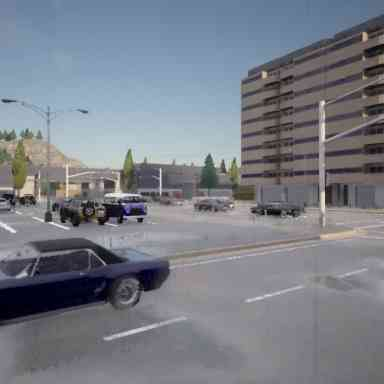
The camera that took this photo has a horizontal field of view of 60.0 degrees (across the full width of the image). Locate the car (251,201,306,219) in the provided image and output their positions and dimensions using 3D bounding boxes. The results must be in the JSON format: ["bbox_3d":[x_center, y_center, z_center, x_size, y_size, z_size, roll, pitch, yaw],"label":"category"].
[{"bbox_3d":[7.622,1.656,30.199,1.895,1.301,4.718,0,0,-35],"label":"car"}]

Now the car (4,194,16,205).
[{"bbox_3d":[-29.731,1.212,53.677,1.905,1.878,3.866,0,0,-35],"label":"car"}]

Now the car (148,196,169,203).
[{"bbox_3d":[-7.042,1.546,69.299,2.128,1.511,4.902,0,0,-35],"label":"car"}]

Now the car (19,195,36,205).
[{"bbox_3d":[-27.334,1.209,55.301,1.932,1.855,4.605,0,0,-35],"label":"car"}]

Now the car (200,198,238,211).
[{"bbox_3d":[3.374,1.547,42.222,2.128,1.511,4.902,0,0,-35],"label":"car"}]

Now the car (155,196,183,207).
[{"bbox_3d":[-3.221,1.544,51.533,2.128,1.511,4.902,0,0,-35],"label":"car"}]

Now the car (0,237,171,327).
[{"bbox_3d":[-2.855,1.601,6.244,4.718,1.301,1.895,0,0,-36],"label":"car"}]

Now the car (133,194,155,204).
[{"bbox_3d":[-9.354,1.547,66.509,2.128,1.511,4.902,0,0,-35],"label":"car"}]

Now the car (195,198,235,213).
[{"bbox_3d":[2.228,1.558,37.790,1.837,1.490,4.892,0,1,-35],"label":"car"}]

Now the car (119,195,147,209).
[{"bbox_3d":[-9.743,1.581,54.731,1.812,1.442,4.674,0,0,-35],"label":"car"}]

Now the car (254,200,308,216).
[{"bbox_3d":[9.027,1.603,34.263,2.033,1.411,5.357,0,0,-35],"label":"car"}]

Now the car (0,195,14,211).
[{"bbox_3d":[-21.872,1.451,37.845,1.970,1.475,3.806,0,0,-35],"label":"car"}]
